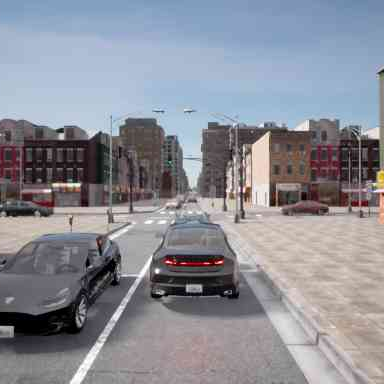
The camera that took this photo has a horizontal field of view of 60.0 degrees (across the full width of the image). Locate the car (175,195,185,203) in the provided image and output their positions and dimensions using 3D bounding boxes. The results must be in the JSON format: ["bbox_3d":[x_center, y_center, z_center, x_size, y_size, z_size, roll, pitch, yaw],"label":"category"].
[{"bbox_3d":[-2.571,1.573,72.587,1.967,1.590,4.097,0,0,0],"label":"car"}]

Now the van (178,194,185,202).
[{"bbox_3d":[-2.561,1.515,83.799,1.690,1.788,3.998,0,0,0],"label":"van"}]

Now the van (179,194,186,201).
[{"bbox_3d":[-2.556,1.537,89.404,1.690,1.788,3.998,0,0,0],"label":"van"}]

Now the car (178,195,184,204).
[{"bbox_3d":[-2.591,1.608,50.166,1.887,1.381,4.507,0,0,0],"label":"car"}]

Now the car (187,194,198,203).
[{"bbox_3d":[0.069,1.693,74.667,1.994,1.385,4.181,0,0,0],"label":"car"}]

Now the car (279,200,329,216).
[{"bbox_3d":[10.866,1.538,32.364,4.674,1.442,1.812,0,0,0],"label":"car"}]

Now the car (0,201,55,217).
[{"bbox_3d":[-14.739,1.542,29.474,4.892,1.490,1.837,0,0,0],"label":"car"}]

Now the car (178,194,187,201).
[{"bbox_3d":[-2.576,1.553,66.982,1.967,1.590,4.097,0,0,0],"label":"car"}]

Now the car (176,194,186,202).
[{"bbox_3d":[-2.566,1.468,78.193,2.192,1.841,5.009,0,0,0],"label":"car"}]

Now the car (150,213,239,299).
[{"bbox_3d":[0.078,1.507,8.470,1.837,1.490,4.892,0,0,1],"label":"car"}]

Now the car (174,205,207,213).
[{"bbox_3d":[0.046,1.611,18.007,1.895,1.301,4.718,0,0,1],"label":"car"}]

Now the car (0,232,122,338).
[{"bbox_3d":[-2.628,1.567,6.791,1.947,1.339,4.313,0,0,0],"label":"car"}]

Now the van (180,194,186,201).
[{"bbox_3d":[-2.551,1.560,95.010,1.690,1.788,3.998,0,0,0],"label":"van"}]

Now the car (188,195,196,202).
[{"bbox_3d":[0.072,1.654,84.367,1.882,1.535,5.008,0,0,0],"label":"car"}]

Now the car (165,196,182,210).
[{"bbox_3d":[-2.596,1.575,44.391,1.752,1.417,4.829,0,0,0],"label":"car"}]
